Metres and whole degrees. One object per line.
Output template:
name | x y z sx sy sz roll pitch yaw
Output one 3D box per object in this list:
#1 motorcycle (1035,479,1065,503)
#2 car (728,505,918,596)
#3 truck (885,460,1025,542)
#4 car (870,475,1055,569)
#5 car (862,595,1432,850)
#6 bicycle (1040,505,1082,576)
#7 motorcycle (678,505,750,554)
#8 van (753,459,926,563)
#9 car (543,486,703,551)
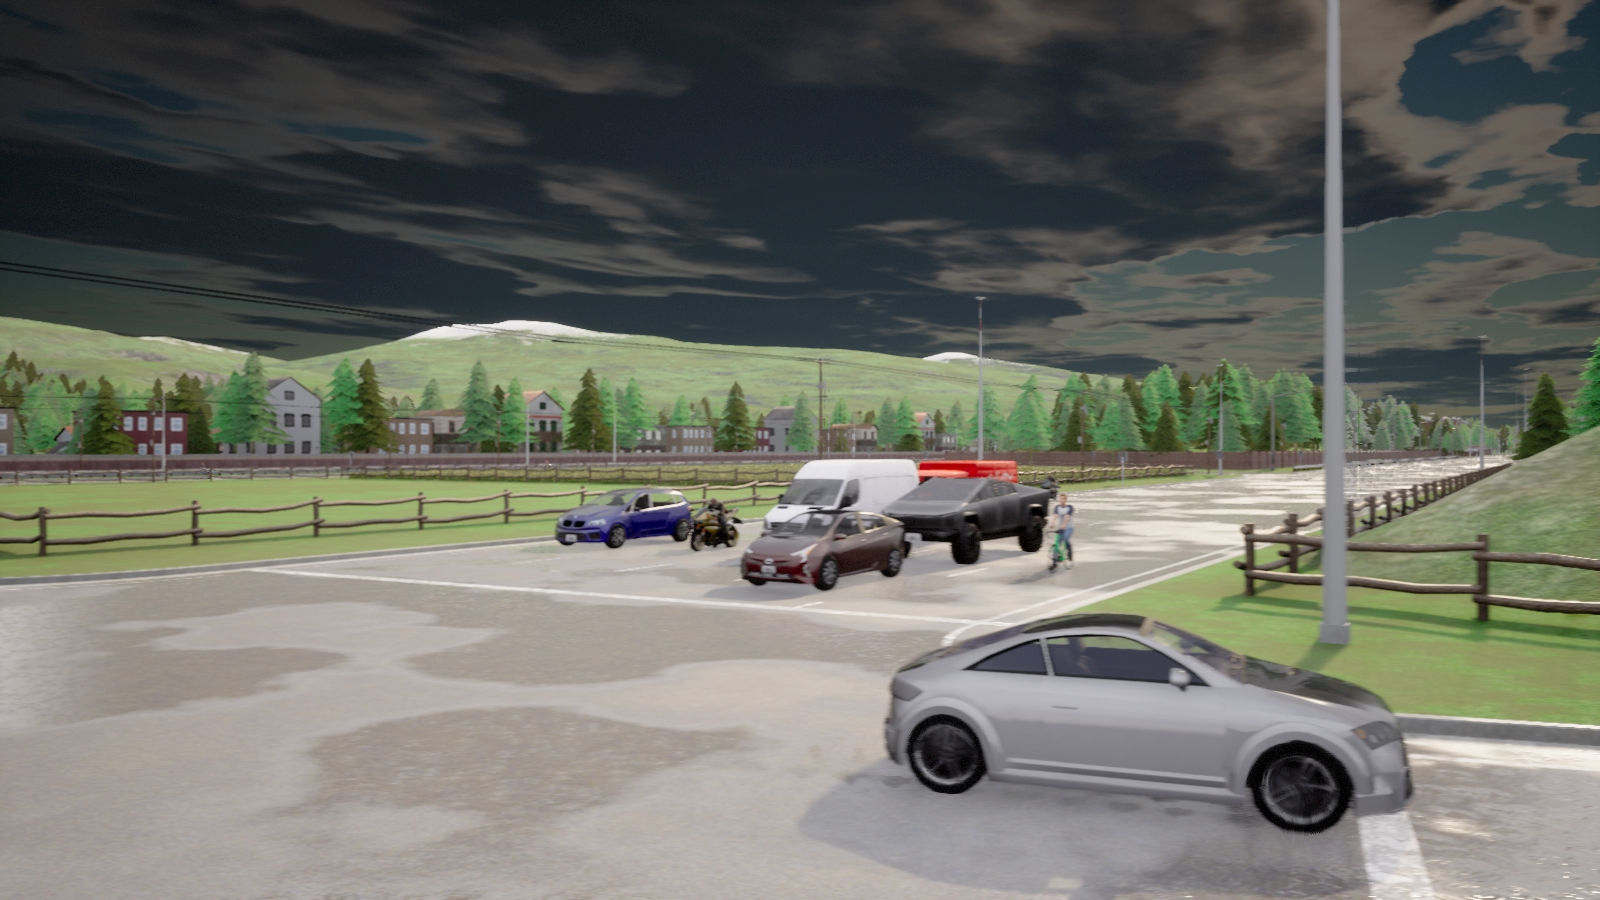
motorcycle | 13.832 2.231 63.097 0.867 1.251 2.209 0 0 34
car | 0.607 2.061 24.577 2.007 1.525 4.514 0 0 33
truck | 5.255 1.589 37.978 2.627 2.467 5.204 0 0 33
car | 4.481 1.772 30.370 2.390 2.098 6.274 0 0 34
car | 2.824 2.123 9.687 4.181 1.385 1.994 0 0 20
bicycle | 6.043 2.068 26.417 0.373 1.496 1.643 0 0 34
motorcycle | -2.426 2.240 32.641 0.867 1.251 2.209 0 0 34
van | 1.236 1.561 31.828 1.988 2.561 5.915 0 0 34
car | -5.278 2.010 34.670 2.242 1.667 4.611 0 0 34
